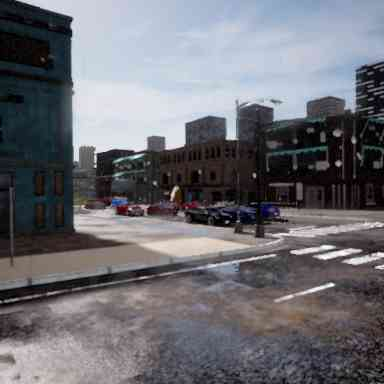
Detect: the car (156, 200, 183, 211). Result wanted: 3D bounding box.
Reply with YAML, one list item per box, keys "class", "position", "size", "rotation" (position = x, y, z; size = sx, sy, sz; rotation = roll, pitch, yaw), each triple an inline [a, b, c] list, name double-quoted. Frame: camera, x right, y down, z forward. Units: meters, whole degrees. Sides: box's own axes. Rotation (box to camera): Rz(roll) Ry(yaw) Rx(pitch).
- class: "car"
  position: [-3.152, 1.858, 45.662]
  size: [1.802, 1.307, 4.206]
  rotation: [-2, 0, -35]

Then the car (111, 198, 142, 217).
- class: "car"
  position: [-6.777, 1.777, 36.292]
  size: [1.967, 1.590, 4.097]
  rotation: [-2, 0, -35]

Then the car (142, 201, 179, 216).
- class: "car"
  position: [-3.207, 1.834, 35.764]
  size: [1.994, 1.385, 4.181]
  rotation: [-1, 0, -35]

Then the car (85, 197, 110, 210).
- class: "car"
  position: [-15.349, 1.854, 52.979]
  size: [2.097, 1.767, 4.553]
  rotation: [-1, 0, -35]

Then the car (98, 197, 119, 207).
- class: "car"
  position: [-15.992, 1.832, 63.704]
  size: [2.192, 1.841, 5.009]
  rotation: [-2, 0, -35]

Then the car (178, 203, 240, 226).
- class: "car"
  position: [1.170, 1.745, 24.914]
  size: [1.947, 1.339, 4.313]
  rotation: [-2, 0, -35]

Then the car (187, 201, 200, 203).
- class: "car"
  position: [0.054, 1.796, 41.151]
  size: [1.802, 1.307, 4.206]
  rotation: [-2, 0, -35]

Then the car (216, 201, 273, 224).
- class: "car"
  position: [3.792, 1.696, 25.917]
  size: [1.994, 1.385, 4.181]
  rotation: [-1, 0, -36]

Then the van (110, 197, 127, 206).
- class: "van"
  position: [-12.783, 1.799, 59.193]
  size: [1.690, 1.788, 3.998]
  rotation: [-2, 0, -35]

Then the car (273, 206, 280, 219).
- class: "car"
  position: [5.546, 1.627, 28.968]
  size: [1.812, 1.442, 4.674]
  rotation: [-1, 0, -35]

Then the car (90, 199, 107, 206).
- class: "car"
  position: [-19.194, 2.120, 68.215]
  size: [1.887, 1.381, 4.507]
  rotation: [-2, 0, -35]

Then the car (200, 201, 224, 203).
- class: "car"
  position: [3.262, 1.702, 36.640]
  size: [2.008, 1.369, 4.403]
  rotation: [-2, 0, -35]
